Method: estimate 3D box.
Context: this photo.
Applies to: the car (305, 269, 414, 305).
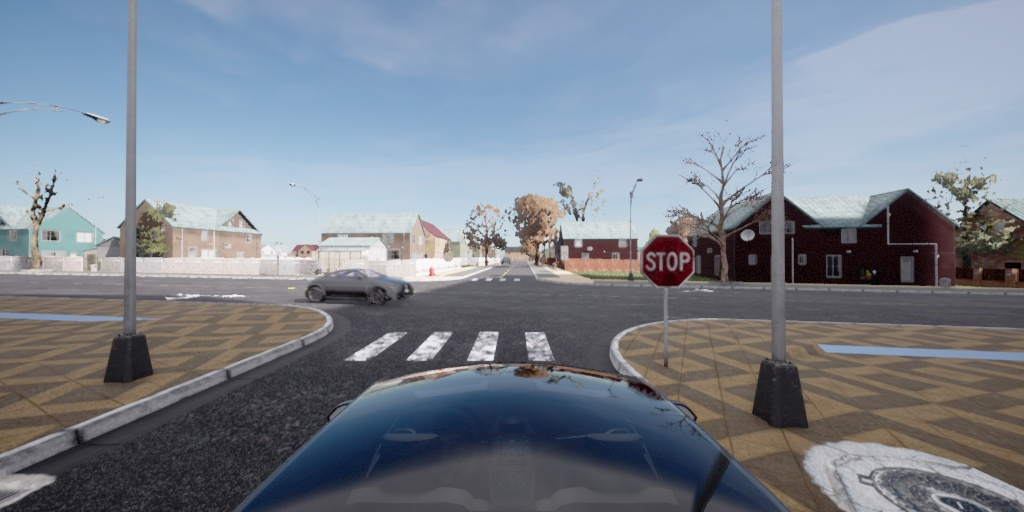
[{"bbox_3d":[-6.308,1.225,14.994,4.181,1.385,1.994,1,0,8],"label":"car"}]
